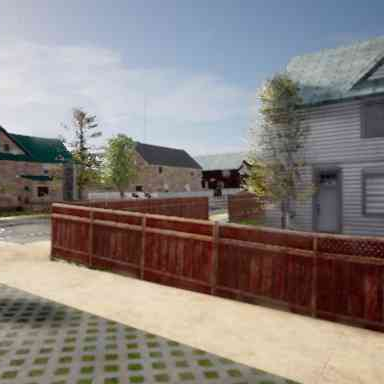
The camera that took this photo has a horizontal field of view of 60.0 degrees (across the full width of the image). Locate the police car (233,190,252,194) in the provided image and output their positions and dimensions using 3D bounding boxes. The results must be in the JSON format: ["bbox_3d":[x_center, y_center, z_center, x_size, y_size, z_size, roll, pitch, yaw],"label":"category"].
[{"bbox_3d":[6.195,0.563,40.108,2.038,1.542,4.974,0,1,36],"label":"police car"}]
